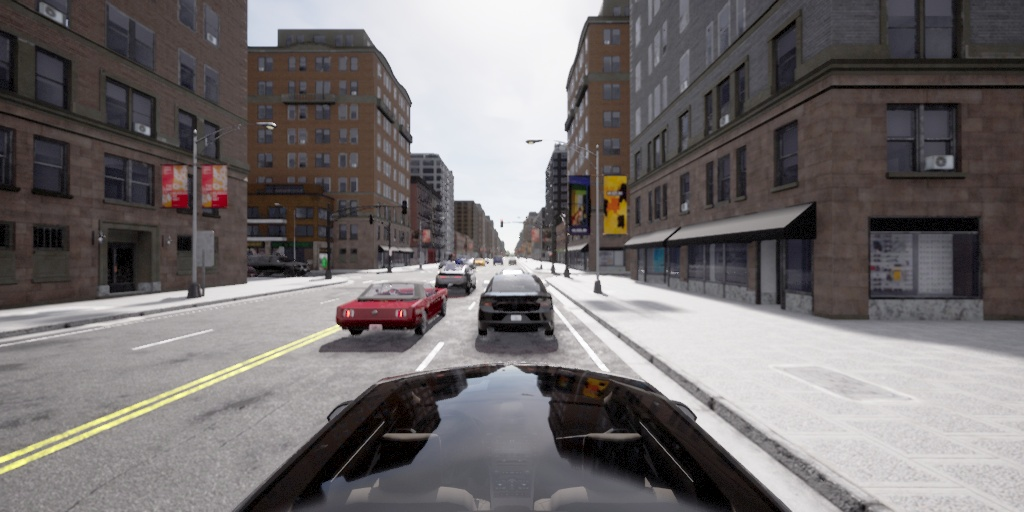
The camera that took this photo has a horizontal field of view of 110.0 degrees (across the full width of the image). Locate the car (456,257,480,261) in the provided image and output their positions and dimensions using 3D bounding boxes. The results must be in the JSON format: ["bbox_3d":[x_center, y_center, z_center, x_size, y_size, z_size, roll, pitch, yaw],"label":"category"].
[{"bbox_3d":[-6.505,1.281,53.611,2.128,1.511,4.902,0,0,0],"label":"car"}]

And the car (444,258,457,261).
[{"bbox_3d":[-9.753,1.354,53.704,1.994,1.385,4.181,0,0,0],"label":"car"}]

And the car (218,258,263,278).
[{"bbox_3d":[-25.367,1.197,32.246,4.097,1.591,1.967,0,0,0],"label":"car"}]

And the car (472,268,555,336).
[{"bbox_3d":[0.109,1.235,10.508,1.882,1.535,5.008,0,0,0],"label":"car"}]

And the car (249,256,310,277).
[{"bbox_3d":[-22.764,0.990,34.769,5.566,2.045,2.150,0,0,0],"label":"car"}]

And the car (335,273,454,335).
[{"bbox_3d":[-3.135,1.359,10.487,1.895,1.301,4.718,0,0,0],"label":"car"}]

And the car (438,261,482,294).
[{"bbox_3d":[-3.115,1.257,20.422,2.128,1.511,4.902,0,0,0],"label":"car"}]
